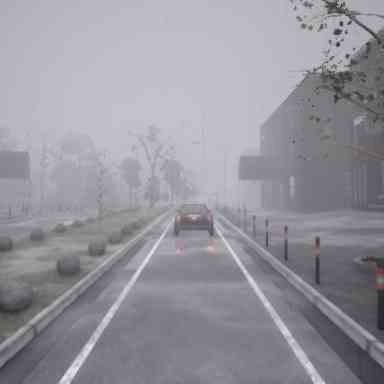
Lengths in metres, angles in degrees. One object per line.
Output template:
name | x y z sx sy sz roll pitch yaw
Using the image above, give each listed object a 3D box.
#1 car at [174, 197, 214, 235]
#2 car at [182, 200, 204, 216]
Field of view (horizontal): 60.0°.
car | 0.098 1.352 19.061 2.097 1.767 4.553 0 0 0
car | 0.098 1.594 34.681 2.033 1.411 5.357 0 -1 0
